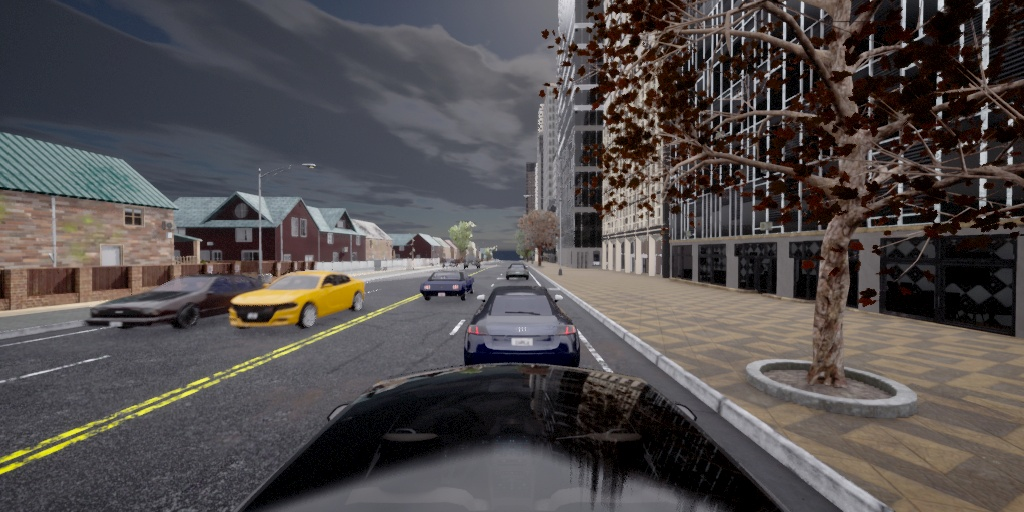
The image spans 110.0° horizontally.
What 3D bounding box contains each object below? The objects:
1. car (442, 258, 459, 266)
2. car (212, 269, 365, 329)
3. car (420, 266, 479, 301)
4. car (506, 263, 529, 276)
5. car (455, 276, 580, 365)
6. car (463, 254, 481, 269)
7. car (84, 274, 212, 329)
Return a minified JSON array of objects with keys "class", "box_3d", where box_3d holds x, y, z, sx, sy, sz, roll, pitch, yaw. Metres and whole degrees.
[{"class":"car","box_3d":[-9.104,1.065,53.020,2.128,1.511,4.902,0,0,1]},{"class":"car","box_3d":[-6.468,1.228,11.467,1.882,1.535,5.008,0,0,1]},{"class":"car","box_3d":[-2.955,1.355,17.436,1.895,1.301,4.718,0,0,1]},{"class":"car","box_3d":[0.478,1.337,31.713,1.994,1.385,4.181,0,0,1]},{"class":"car","box_3d":[0.174,1.314,7.618,1.994,1.385,4.181,0,0,0]},{"class":"car","box_3d":[-5.854,0.765,52.950,2.150,2.045,5.566,0,0,1]},{"class":"car","box_3d":[-9.730,1.298,11.495,2.033,1.411,5.357,0,0,1]}]
